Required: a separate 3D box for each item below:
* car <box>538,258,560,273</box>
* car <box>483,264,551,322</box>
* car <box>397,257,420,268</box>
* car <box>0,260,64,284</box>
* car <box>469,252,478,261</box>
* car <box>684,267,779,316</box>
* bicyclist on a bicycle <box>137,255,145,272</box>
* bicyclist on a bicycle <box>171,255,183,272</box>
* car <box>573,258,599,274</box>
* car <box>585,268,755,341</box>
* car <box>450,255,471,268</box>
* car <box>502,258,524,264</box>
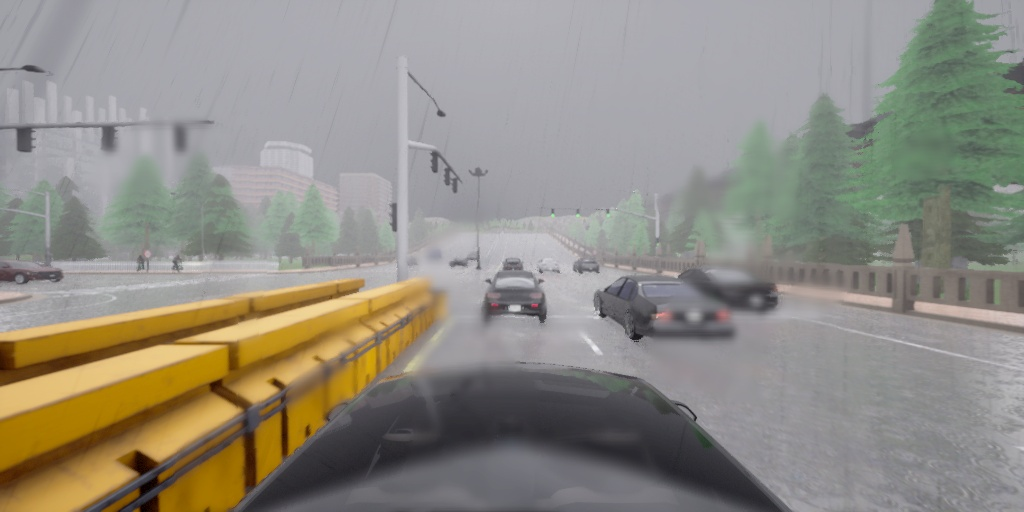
[{"bbox_3d":[3.581,0.938,35.697,1.812,1.442,4.674,0,1,0],"label":"car"},{"bbox_3d":[0.089,1.176,11.700,1.812,1.442,4.674,0,1,0],"label":"car"},{"bbox_3d":[-14.085,0.818,49.139,2.033,1.411,5.357,0,1,0],"label":"car"},{"bbox_3d":[-32.457,1.011,23.462,5.008,1.535,1.882,0,1,2],"label":"car"},{"bbox_3d":[-7.005,0.061,64.875,1.837,1.490,4.892,0,5,1],"label":"car"},{"bbox_3d":[7.091,1.117,12.864,1.882,1.535,5.008,0,1,0],"label":"car"},{"bbox_3d":[-36.209,0.720,34.992,0.582,1.620,1.656,0,1,-35],"label":"bicyclist on a bicycle"},{"bbox_3d":[-31.874,0.728,34.141,0.582,1.620,1.656,0,0,-14],"label":"bicyclist on a bicycle"},{"bbox_3d":[7.093,0.914,34.653,2.128,1.511,4.902,0,1,0],"label":"car"},{"bbox_3d":[3.588,1.220,9.549,2.033,1.411,5.357,0,1,0],"label":"car"},{"bbox_3d":[-7.090,0.880,48.229,1.895,1.301,4.718,0,1,0],"label":"car"},{"bbox_3d":[0.093,0.927,34.736,1.837,1.490,4.892,0,1,0],"label":"car"}]
